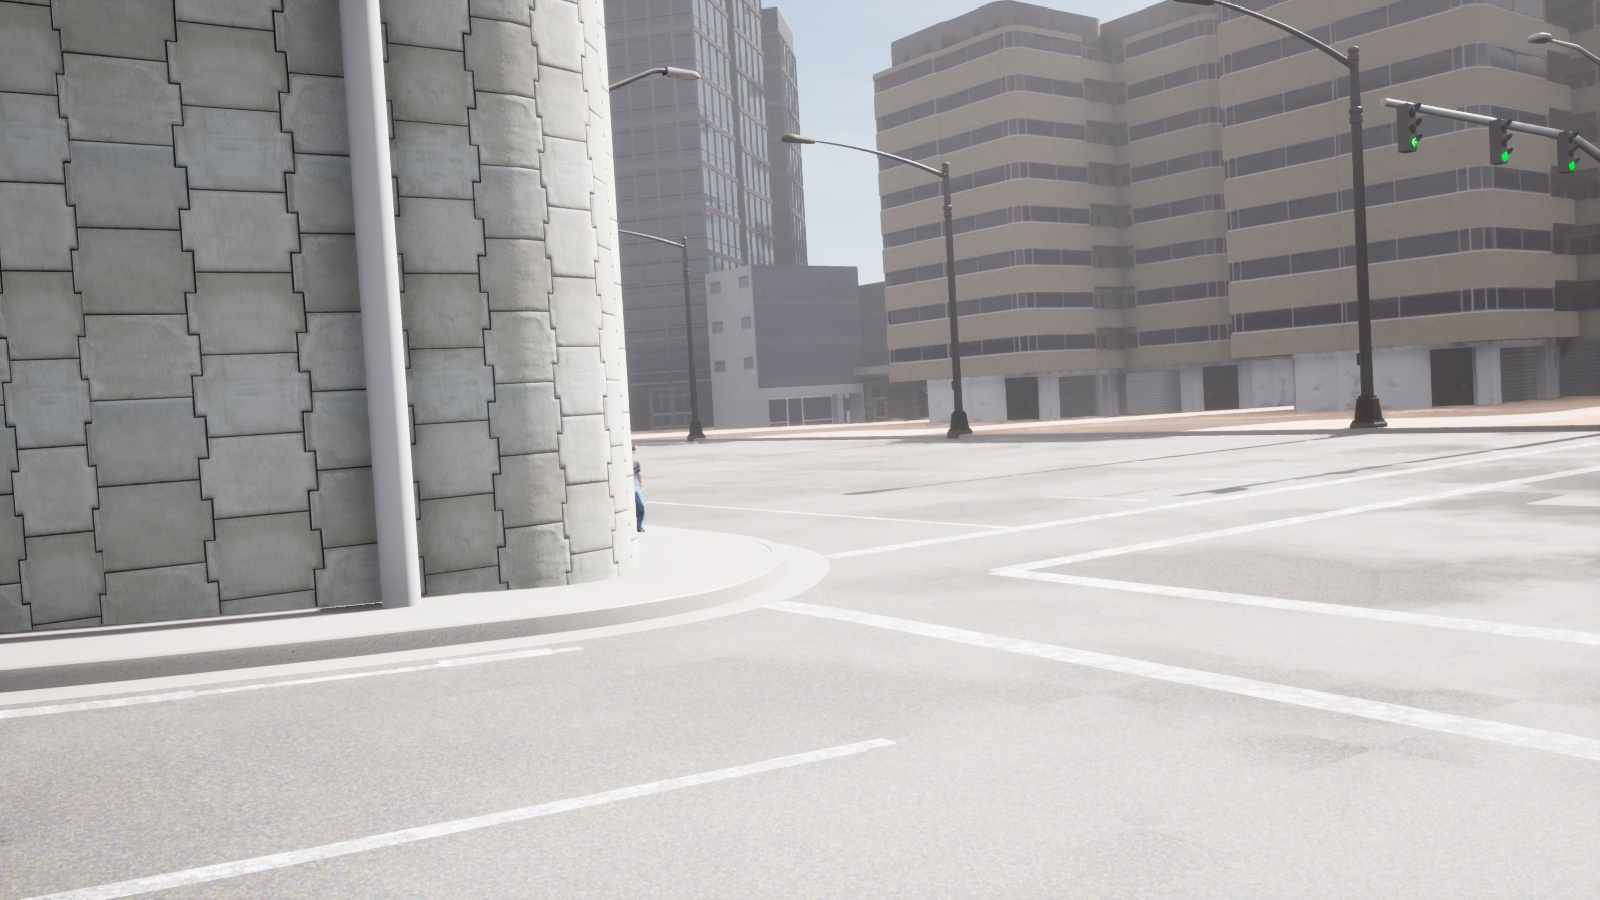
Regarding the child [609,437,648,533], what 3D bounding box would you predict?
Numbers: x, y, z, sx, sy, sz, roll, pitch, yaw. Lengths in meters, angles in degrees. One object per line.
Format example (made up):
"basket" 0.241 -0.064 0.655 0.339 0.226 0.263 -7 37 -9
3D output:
"child" -2.325 0.465 17.018 0.270 1.263 0.437 -5 3 -34
